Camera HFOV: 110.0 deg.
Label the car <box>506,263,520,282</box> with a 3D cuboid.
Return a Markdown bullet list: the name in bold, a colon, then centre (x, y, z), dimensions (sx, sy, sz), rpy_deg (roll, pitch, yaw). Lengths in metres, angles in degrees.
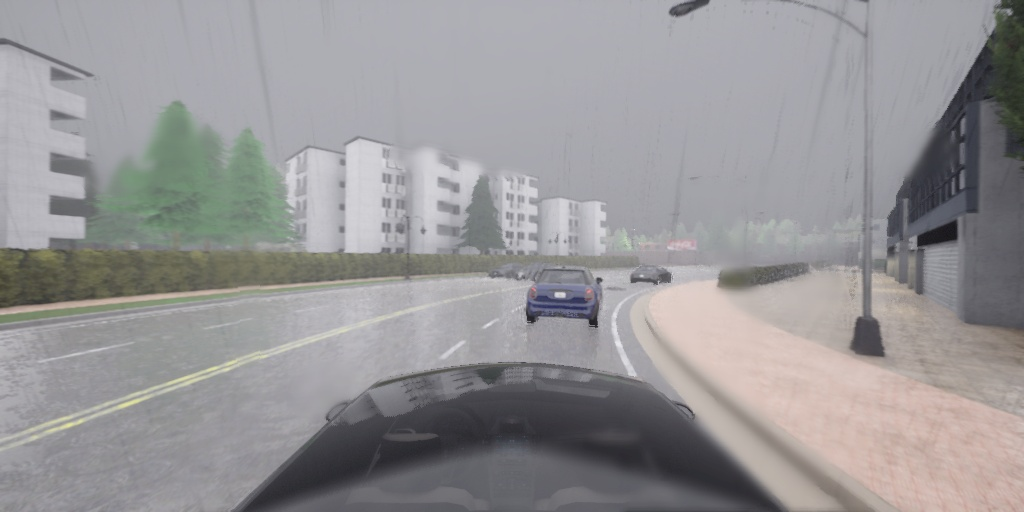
- **car**: centre (2.088, 1.227, 28.038), dimensions (2.128, 1.511, 4.902), rpy_deg (1, 0, 37)

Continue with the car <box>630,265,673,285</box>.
- **car**: centre (10.553, 1.389, 27.026), dimensions (1.994, 1.385, 4.181), rpy_deg (1, 0, 41)

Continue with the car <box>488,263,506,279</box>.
- **car**: centre (-0.159, 1.272, 30.836), dimensions (1.994, 1.385, 4.181), rpy_deg (1, 0, 38)

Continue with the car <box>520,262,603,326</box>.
- **car**: centre (1.916, 1.108, 12.035), dimensions (2.097, 1.767, 4.553), rpy_deg (1, 0, 16)
